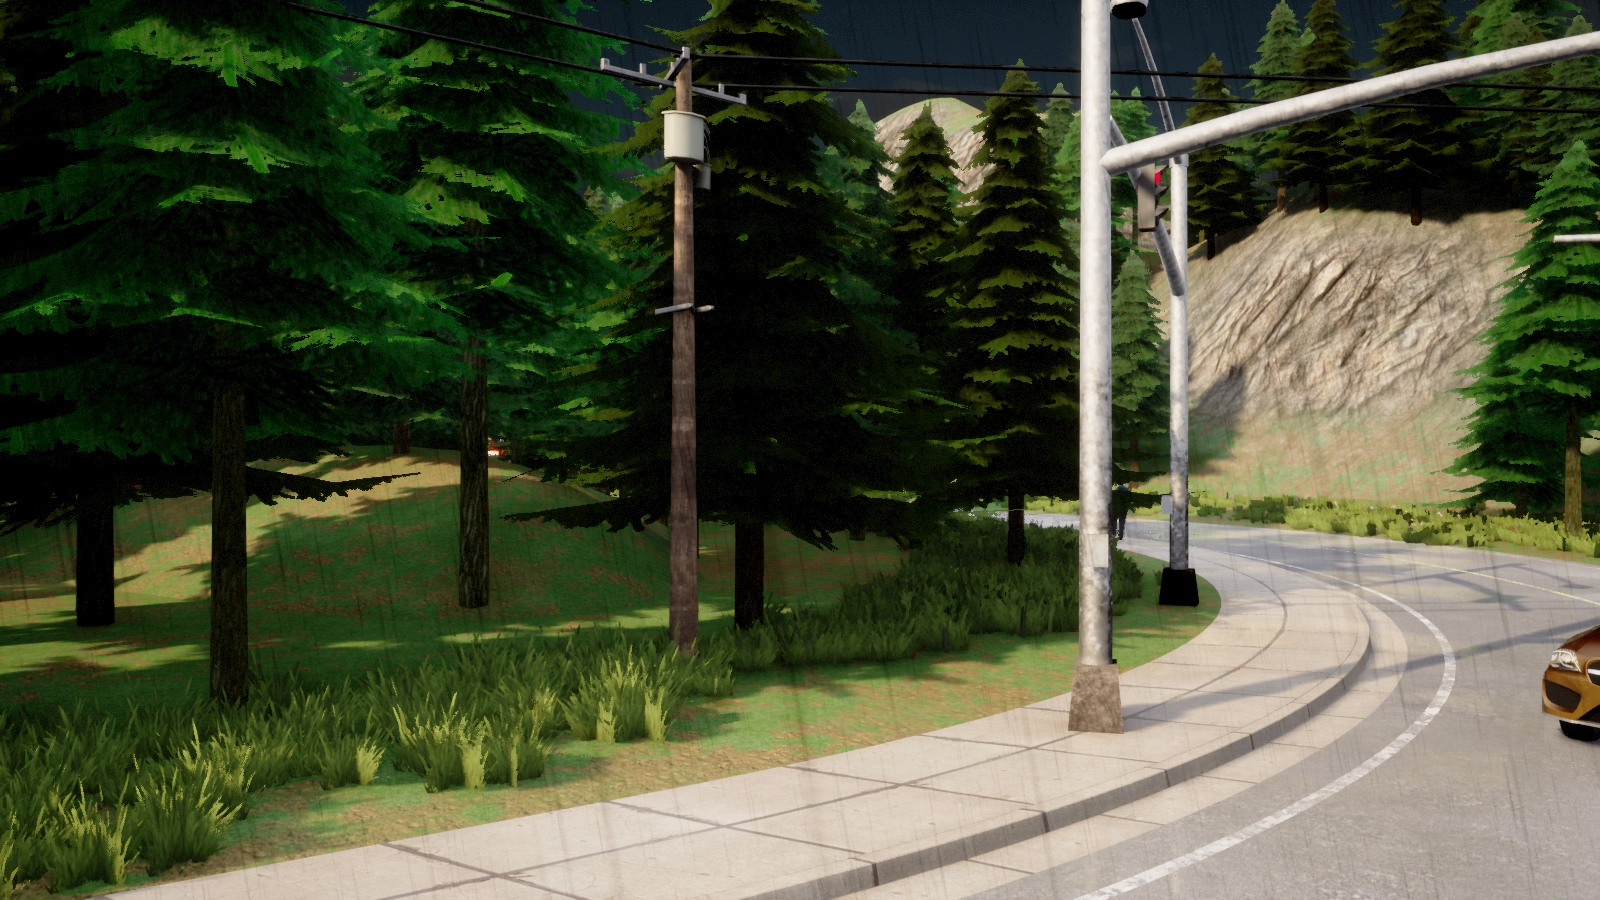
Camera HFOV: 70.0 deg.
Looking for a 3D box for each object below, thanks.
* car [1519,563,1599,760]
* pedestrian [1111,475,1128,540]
[{"bbox_3d":[9.577,1.970,11.147,5.027,1.651,2.152,0,0,-29],"label":"car"},{"bbox_3d":[9.297,1.669,33.244,0.375,1.860,0.375,0,0,-6],"label":"pedestrian"}]
